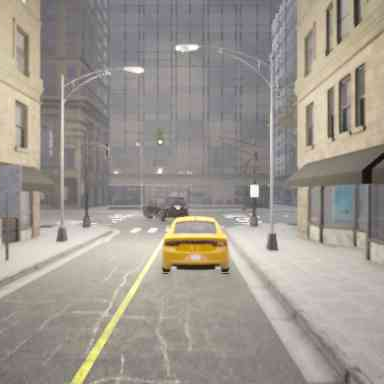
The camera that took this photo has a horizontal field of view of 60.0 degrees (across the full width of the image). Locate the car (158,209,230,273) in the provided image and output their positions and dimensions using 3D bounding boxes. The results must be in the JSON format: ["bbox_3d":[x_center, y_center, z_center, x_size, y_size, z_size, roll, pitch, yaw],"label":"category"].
[{"bbox_3d":[0.101,1.541,10.937,1.882,1.535,5.008,0,-1,0],"label":"car"}]

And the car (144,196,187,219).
[{"bbox_3d":[-2.341,1.395,28.679,2.150,2.045,5.566,1,-1,-27],"label":"car"}]
